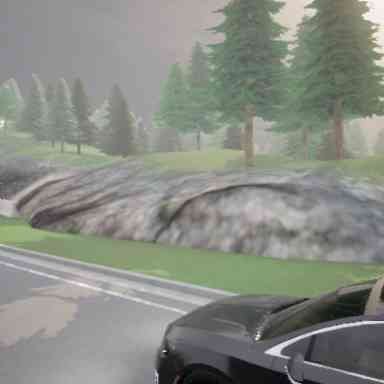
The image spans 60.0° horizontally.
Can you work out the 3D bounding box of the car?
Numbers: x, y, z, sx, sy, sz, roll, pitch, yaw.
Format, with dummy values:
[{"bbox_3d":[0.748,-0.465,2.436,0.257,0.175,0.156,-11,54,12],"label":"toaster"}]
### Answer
[{"bbox_3d":[1.873,1.504,2.656,4.892,1.490,1.837,0,0,36],"label":"car"}]
